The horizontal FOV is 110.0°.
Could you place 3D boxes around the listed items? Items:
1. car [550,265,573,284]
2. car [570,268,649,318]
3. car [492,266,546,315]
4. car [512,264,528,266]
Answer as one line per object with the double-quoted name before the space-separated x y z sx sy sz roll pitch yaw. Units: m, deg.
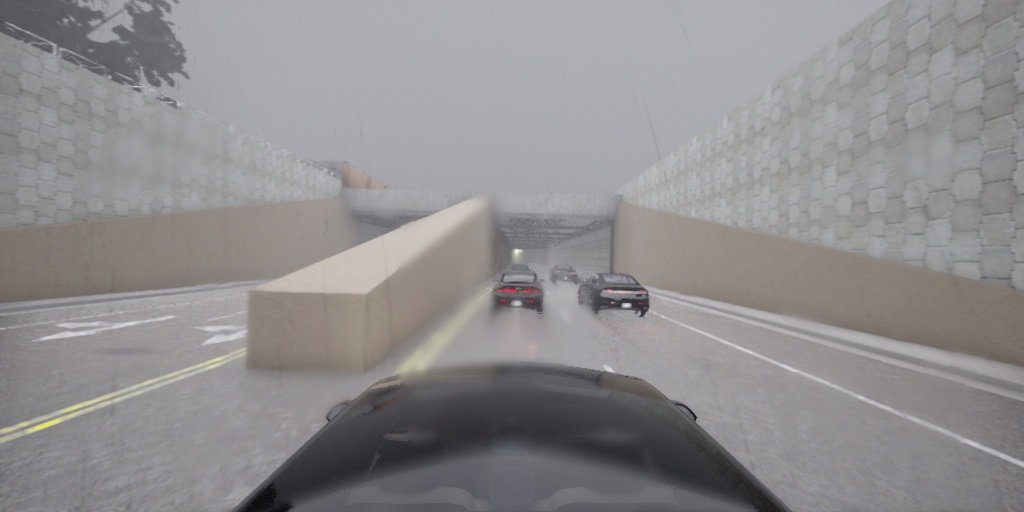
"car" 4.127 1.480 29.005 2.128 1.511 4.902 1 0 2
"car" 3.771 1.393 13.964 2.128 1.511 4.902 1 0 2
"car" 0.274 1.327 14.097 1.837 1.490 4.892 1 0 2
"car" 0.631 1.415 29.172 1.837 1.490 4.892 1 0 2
